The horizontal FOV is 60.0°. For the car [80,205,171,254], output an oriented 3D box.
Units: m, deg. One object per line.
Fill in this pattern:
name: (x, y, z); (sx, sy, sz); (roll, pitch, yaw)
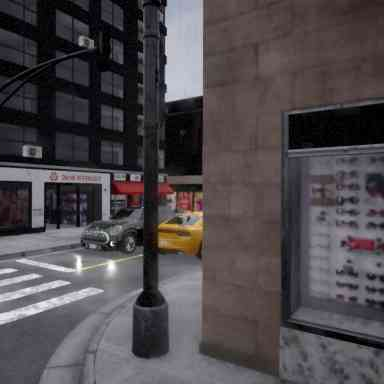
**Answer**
car: (-2.323, 1.365, 13.798); (2.097, 1.767, 4.553); (0, 0, 33)

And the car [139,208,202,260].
car: (0.463, 1.500, 12.849); (1.882, 1.535, 5.008); (0, 0, 33)
